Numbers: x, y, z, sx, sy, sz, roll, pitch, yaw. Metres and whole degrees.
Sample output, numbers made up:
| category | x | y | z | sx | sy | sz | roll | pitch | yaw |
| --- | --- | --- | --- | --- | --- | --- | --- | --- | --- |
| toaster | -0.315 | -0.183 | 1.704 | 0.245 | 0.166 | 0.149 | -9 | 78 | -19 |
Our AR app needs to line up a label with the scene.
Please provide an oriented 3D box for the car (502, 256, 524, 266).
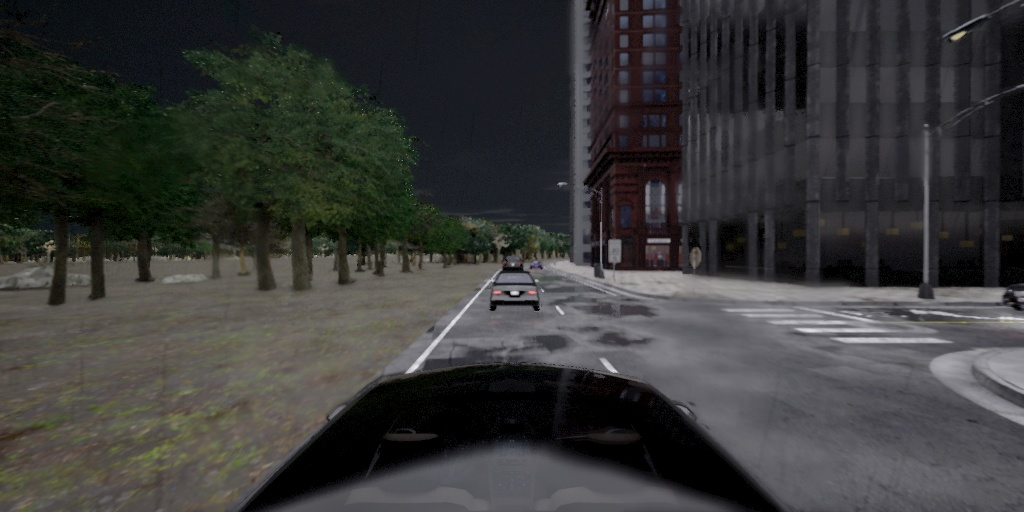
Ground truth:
| category | x | y | z | sx | sy | sz | roll | pitch | yaw |
| --- | --- | --- | --- | --- | --- | --- | --- | --- | --- |
| car | 0.089 | 0.972 | 37.868 | 2.150 | 2.045 | 5.566 | 0 | 0 | 0 |

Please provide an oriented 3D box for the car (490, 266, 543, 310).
| category | x | y | z | sx | sy | sz | roll | pitch | yaw |
| --- | --- | --- | --- | --- | --- | --- | --- | --- | --- |
| car | 0.101 | 1.284 | 14.508 | 2.033 | 1.411 | 5.357 | 0 | 0 | 0 |

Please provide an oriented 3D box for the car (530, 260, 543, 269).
| category | x | y | z | sx | sy | sz | roll | pitch | yaw |
| --- | --- | --- | --- | --- | --- | --- | --- | --- | --- |
| car | 3.690 | 1.345 | 54.578 | 1.812 | 1.442 | 4.674 | 0 | 0 | 3 |

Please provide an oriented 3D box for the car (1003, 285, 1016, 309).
| category | x | y | z | sx | sy | sz | roll | pitch | yaw |
| --- | --- | --- | --- | --- | --- | --- | --- | --- | --- |
| car | 19.947 | 1.230 | 12.185 | 4.902 | 1.511 | 2.128 | 0 | 0 | 0 |

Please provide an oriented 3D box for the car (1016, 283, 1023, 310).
| category | x | y | z | sx | sy | sz | roll | pitch | yaw |
| --- | --- | --- | --- | --- | --- | --- | --- | --- | --- |
| car | 15.875 | 1.303 | 8.810 | 4.181 | 1.385 | 1.994 | 0 | 0 | -2 |
